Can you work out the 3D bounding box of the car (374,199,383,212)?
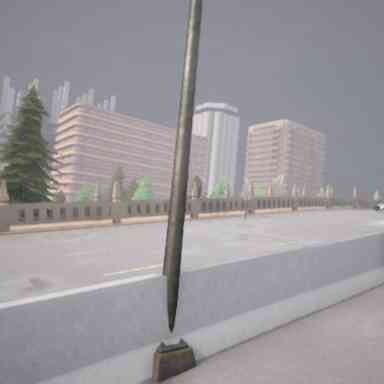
[{"bbox_3d":[19.801,1.243,32.797,4.902,1.511,2.128,1,-1,-38],"label":"car"}]
